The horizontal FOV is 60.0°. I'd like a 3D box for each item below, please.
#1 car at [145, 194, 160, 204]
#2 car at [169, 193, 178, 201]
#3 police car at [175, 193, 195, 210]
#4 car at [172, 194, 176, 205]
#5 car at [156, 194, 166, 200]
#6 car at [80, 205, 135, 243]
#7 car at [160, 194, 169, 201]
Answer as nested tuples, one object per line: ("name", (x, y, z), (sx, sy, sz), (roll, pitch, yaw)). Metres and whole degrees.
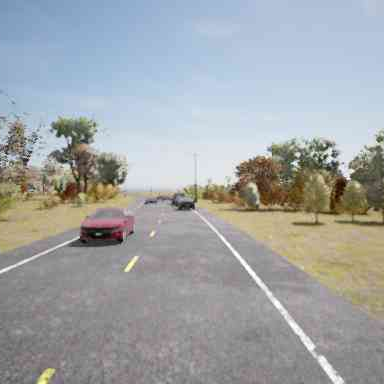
("car", (-7.113, 1.449, 58.336), (1.994, 1.385, 4.181), (0, 0, -6))
("car", (-2.322, 1.105, 57.054), (2.150, 2.045, 5.566), (0, 0, -7))
("police car", (-0.719, 1.348, 41.126), (1.930, 1.638, 5.238), (0, 0, -5))
("car", (-1.652, 1.404, 51.027), (1.837, 1.490, 4.892), (0, 0, -6))
("car", (-8.526, 1.304, 91.076), (2.128, 1.511, 4.902), (0, 0, -11))
("car", (-3.920, 1.454, 16.080), (1.882, 1.535, 5.008), (0, 0, -2))
("car", (-5.742, 1.252, 74.997), (1.994, 1.385, 4.181), (0, 0, -9))
